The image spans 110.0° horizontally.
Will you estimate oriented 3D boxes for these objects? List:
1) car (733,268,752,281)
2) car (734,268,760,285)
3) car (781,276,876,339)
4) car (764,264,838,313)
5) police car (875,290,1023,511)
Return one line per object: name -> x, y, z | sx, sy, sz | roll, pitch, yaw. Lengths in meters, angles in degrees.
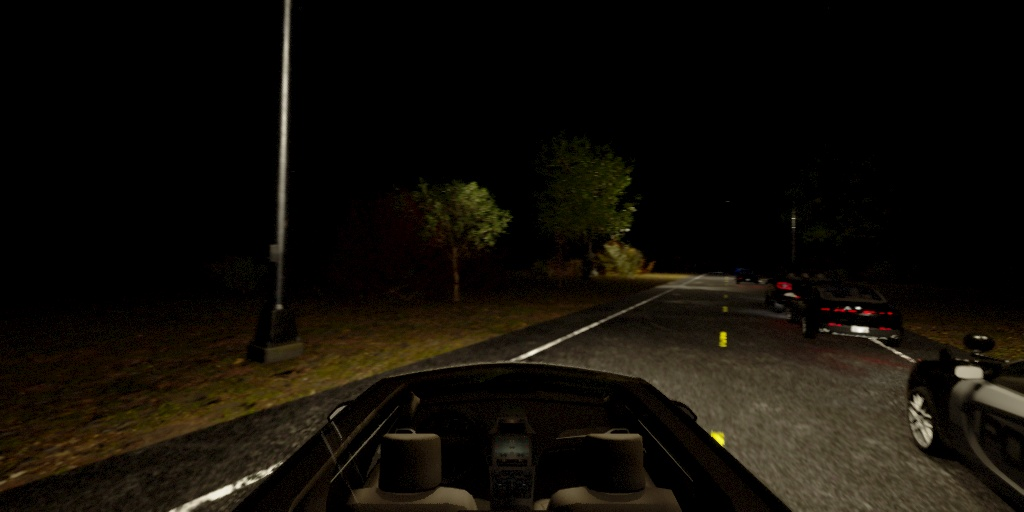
car -> 29.571, 2.295, 46.009 | 1.882, 1.535, 5.008 | 1, -1, 31
car -> 23.922, 2.135, 36.527 | 1.812, 1.442, 4.674 | 1, -1, 31
car -> 9.515, 1.548, 10.592 | 1.837, 1.490, 4.892 | 1, -1, 31
car -> 12.624, 1.387, 15.765 | 2.150, 2.045, 5.566 | 1, -1, 31
police car -> 4.427, 1.267, 2.117 | 1.930, 1.638, 5.238 | 1, -1, 31
